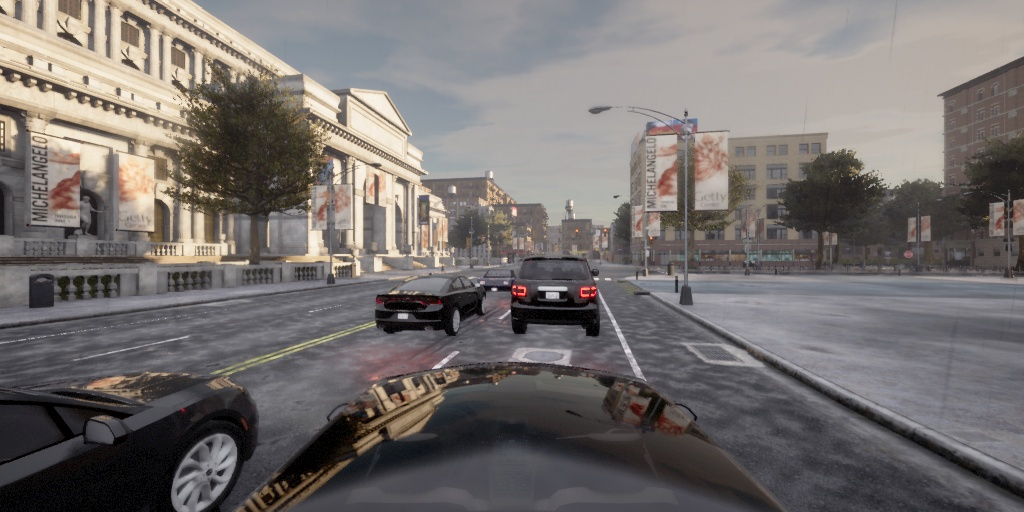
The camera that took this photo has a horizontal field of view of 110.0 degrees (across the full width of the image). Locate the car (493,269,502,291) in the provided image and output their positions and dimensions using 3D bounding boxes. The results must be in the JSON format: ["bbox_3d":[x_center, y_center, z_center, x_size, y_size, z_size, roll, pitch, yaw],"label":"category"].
[{"bbox_3d":[-0.445,1.351,19.772,1.895,1.301,4.718,0,0,11],"label":"car"}]

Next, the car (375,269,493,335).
[{"bbox_3d":[-2.106,1.228,10.651,1.882,1.535,5.008,0,0,9],"label":"car"}]

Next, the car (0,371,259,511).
[{"bbox_3d":[-3.203,1.255,1.258,1.837,1.490,4.892,0,0,0],"label":"car"}]

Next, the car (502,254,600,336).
[{"bbox_3d":[1.381,0.971,10.636,2.150,2.045,5.566,0,0,10],"label":"car"}]
